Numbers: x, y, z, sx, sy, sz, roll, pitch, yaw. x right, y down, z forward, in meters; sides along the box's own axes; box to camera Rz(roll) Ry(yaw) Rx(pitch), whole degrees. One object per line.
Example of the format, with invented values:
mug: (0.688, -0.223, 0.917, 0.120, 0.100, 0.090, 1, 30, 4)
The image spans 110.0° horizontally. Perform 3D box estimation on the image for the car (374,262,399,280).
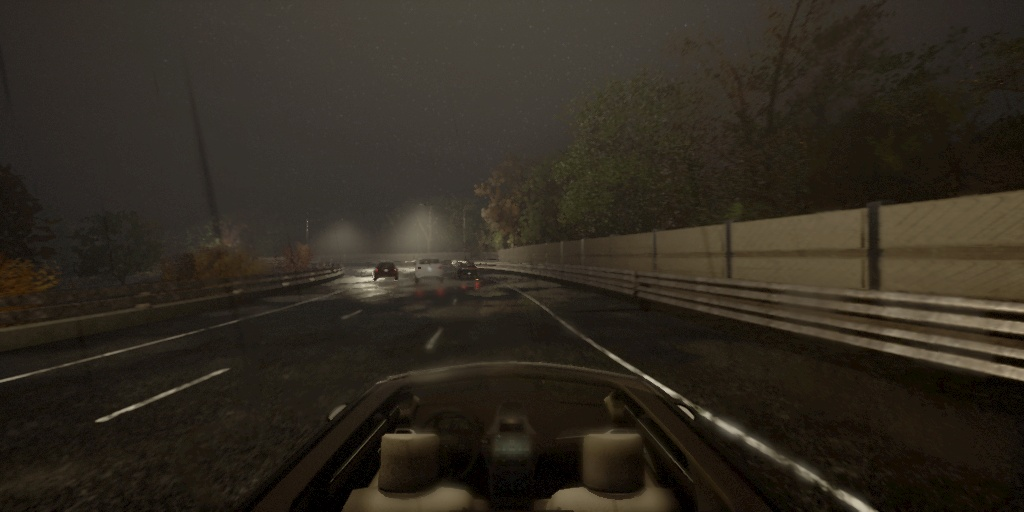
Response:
car: (-12.022, 1.319, 34.413, 2.097, 1.767, 4.553, -1, 0, -18)

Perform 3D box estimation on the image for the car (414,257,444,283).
car: (-6.946, 1.099, 30.006, 2.150, 2.045, 5.566, -1, 0, -15)

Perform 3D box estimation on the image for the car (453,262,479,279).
car: (-4.407, 1.327, 33.620, 2.128, 1.511, 4.902, -1, 0, -17)
